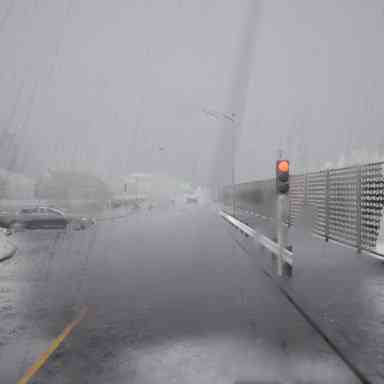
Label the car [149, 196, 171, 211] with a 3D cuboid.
[{"bbox_3d":[-4.119,1.491,40.657,2.128,1.511,4.902,0,0,0],"label":"car"}]

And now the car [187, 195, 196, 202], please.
[{"bbox_3d":[-0.042,1.540,77.410,2.033,1.411,5.357,0,0,0],"label":"car"}]

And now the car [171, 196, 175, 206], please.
[{"bbox_3d":[-4.120,1.564,50.594,1.994,1.385,4.181,0,0,0],"label":"car"}]

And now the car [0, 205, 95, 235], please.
[{"bbox_3d":[-7.988,1.493,18.592,4.902,1.511,2.128,0,0,-9],"label":"car"}]

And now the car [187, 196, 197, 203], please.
[{"bbox_3d":[0.069,1.477,67.067,1.882,1.535,5.008,0,0,0],"label":"car"}]

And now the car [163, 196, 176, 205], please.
[{"bbox_3d":[-4.099,1.477,61.048,1.882,1.535,5.008,0,0,0],"label":"car"}]
